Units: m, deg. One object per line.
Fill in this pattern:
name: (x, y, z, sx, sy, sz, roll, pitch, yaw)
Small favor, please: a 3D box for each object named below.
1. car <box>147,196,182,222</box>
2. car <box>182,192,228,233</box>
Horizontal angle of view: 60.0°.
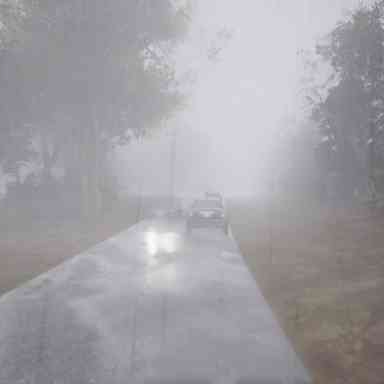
car: (-1.744, 1.045, 22.596, 2.128, 1.511, 4.902, 2, 2, 5)
car: (0.850, 1.078, 18.059, 2.097, 1.767, 4.553, 0, 2, 4)
